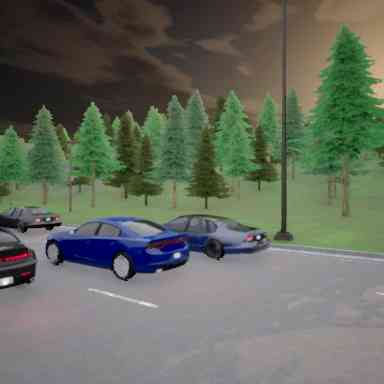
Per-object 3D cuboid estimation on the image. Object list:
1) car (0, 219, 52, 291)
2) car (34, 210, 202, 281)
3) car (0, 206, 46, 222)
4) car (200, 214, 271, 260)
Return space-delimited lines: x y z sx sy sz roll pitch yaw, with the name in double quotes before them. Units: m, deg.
"car" -5.658 1.505 7.982 4.892 1.490 1.837 0 0 36
"car" -2.389 1.477 9.973 5.008 1.535 1.882 0 0 36
"car" -9.882 1.546 19.584 5.357 1.411 2.033 0 0 35
"car" 0.163 1.547 12.453 5.357 1.411 2.033 0 0 35
